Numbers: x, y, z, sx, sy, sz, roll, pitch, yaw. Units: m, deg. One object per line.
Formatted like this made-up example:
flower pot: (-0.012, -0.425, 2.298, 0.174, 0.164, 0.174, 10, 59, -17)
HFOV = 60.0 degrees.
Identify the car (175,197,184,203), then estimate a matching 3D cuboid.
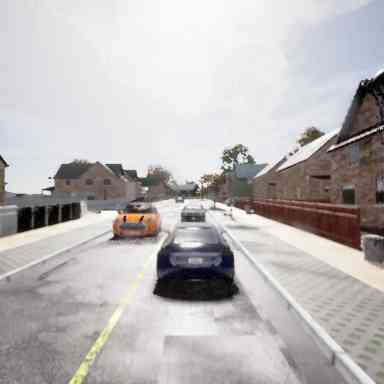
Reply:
car: (-2.755, 1.828, 75.080, 1.994, 1.385, 4.181, 0, 0, 0)

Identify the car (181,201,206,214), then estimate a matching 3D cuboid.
car: (0.098, 1.643, 26.296, 1.895, 1.301, 4.718, 0, 0, 0)

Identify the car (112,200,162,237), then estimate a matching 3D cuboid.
car: (-2.837, 1.374, 18.030, 2.097, 1.767, 4.553, 0, 0, 0)

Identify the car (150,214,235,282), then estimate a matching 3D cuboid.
car: (0.097, 1.574, 9.771, 1.994, 1.385, 4.181, 0, 0, 0)
